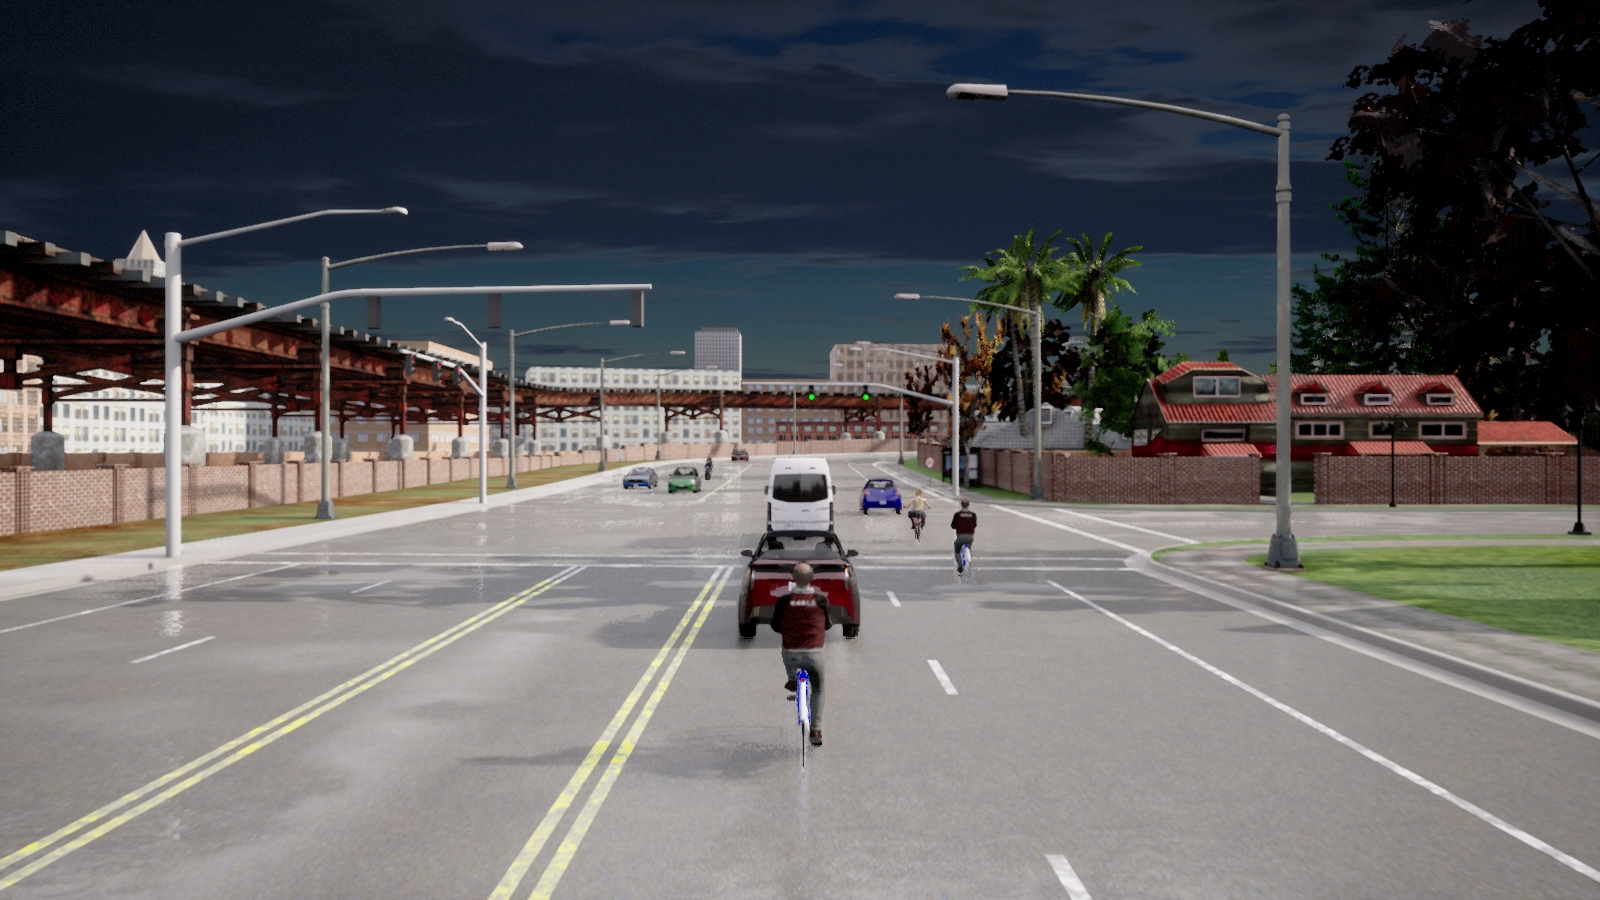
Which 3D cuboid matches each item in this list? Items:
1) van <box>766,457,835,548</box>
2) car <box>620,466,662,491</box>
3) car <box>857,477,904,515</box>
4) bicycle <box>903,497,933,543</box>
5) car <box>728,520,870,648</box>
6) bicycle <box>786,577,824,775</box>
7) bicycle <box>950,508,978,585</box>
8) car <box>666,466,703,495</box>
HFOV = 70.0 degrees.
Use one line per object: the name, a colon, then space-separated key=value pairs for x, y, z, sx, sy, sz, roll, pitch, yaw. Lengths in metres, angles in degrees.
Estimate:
van: x=0.016 y=1.522 z=35.622 sx=1.988 sy=2.561 sz=5.915 roll=0 pitch=0 yaw=0
car: x=-10.499 y=1.857 z=75.702 sx=2.033 sy=1.411 sz=5.357 roll=0 pitch=1 yaw=0
car: x=3.500 y=1.996 z=50.276 sx=1.845 sy=1.501 sz=3.633 roll=0 pitch=0 yaw=0
bicycle: x=3.604 y=2.133 z=34.958 sx=0.859 sy=1.301 sz=1.487 roll=1 pitch=0 yaw=4
car: x=-0.007 y=2.034 z=18.425 sx=2.007 sy=1.525 sz=4.514 roll=0 pitch=0 yaw=0
bicycle: x=0.042 y=2.044 z=10.721 sx=0.329 sy=1.496 sz=1.835 roll=0 pitch=0 yaw=0
bicycle: x=3.518 y=2.040 z=24.537 sx=0.329 sy=1.496 sz=1.835 roll=0 pitch=0 yaw=0
car: x=-6.999 y=1.823 z=69.498 sx=1.851 sy=1.617 sz=3.988 roll=0 pitch=1 yaw=0
